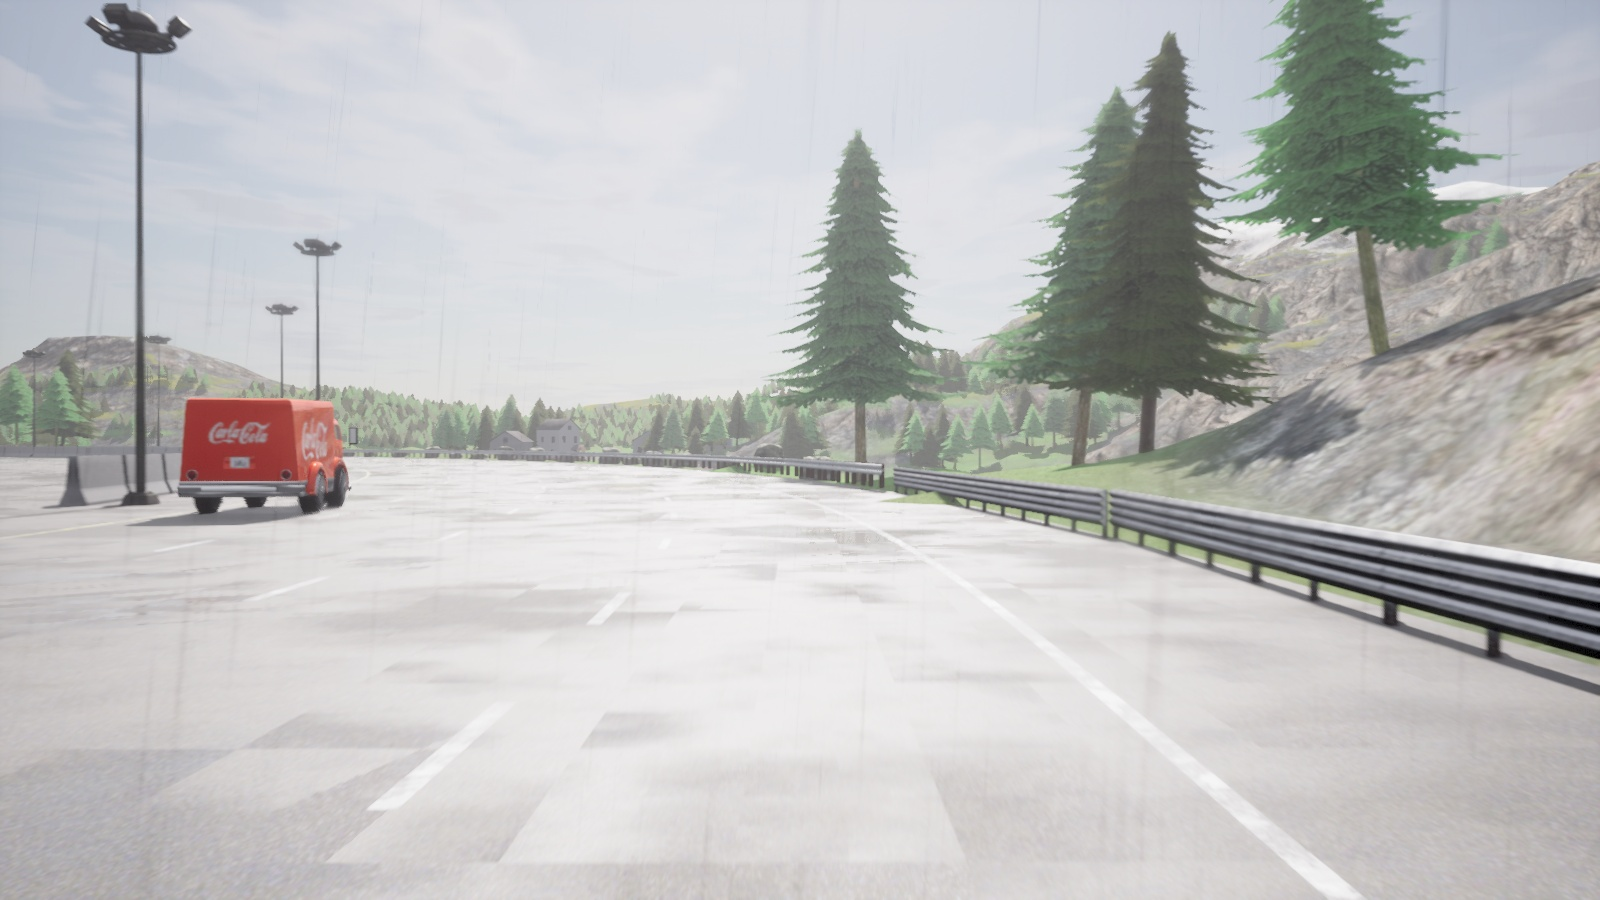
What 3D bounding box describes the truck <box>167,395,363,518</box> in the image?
[{"bbox_3d":[-11.657,0.100,27.860,2.627,2.467,5.204,0,1,-7],"label":"truck"}]
